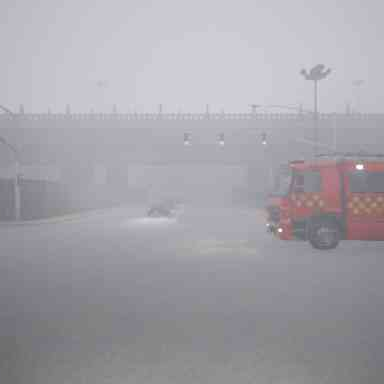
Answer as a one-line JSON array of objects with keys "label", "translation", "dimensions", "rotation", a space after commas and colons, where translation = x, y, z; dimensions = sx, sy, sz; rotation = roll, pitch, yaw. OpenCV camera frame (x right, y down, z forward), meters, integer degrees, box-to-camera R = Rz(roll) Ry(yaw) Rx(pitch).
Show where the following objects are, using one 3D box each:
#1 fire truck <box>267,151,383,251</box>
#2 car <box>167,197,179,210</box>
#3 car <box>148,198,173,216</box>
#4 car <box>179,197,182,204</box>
[{"label": "fire truck", "translation": [7.601, 0.292, 13.830], "dimensions": [8.468, 3.827, 2.891], "rotation": [0, 0, 1]}, {"label": "car", "translation": [-3.110, 1.499, 43.948], "dimensions": [1.837, 1.490, 4.892], "rotation": [0, 0, 1]}, {"label": "car", "translation": [-3.228, 1.597, 33.040], "dimensions": [1.895, 1.301, 4.718], "rotation": [0, 0, 1]}, {"label": "car", "translation": [-2.845, 1.594, 62.817], "dimensions": [1.895, 1.301, 4.718], "rotation": [0, 0, 1]}]
